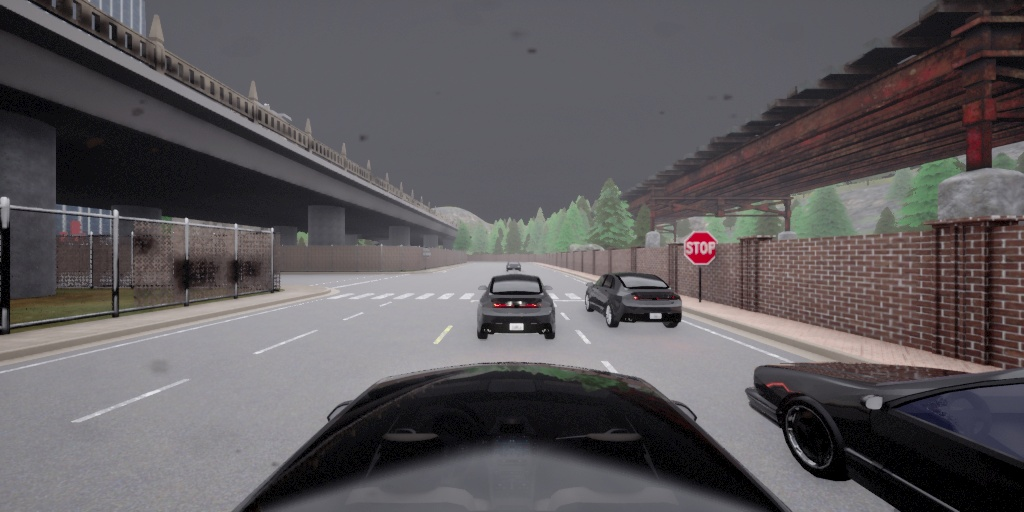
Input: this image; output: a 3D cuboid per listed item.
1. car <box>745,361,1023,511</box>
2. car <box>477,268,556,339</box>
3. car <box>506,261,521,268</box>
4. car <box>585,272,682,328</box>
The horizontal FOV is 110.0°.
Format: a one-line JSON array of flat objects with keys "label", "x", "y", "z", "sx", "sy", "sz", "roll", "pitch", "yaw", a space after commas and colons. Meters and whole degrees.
[{"label": "car", "x": 3.600, "y": 1.297, "z": 1.640, "sx": 2.033, "sy": 1.411, "sz": 5.357, "roll": 0, "pitch": 0, "yaw": 0}, {"label": "car", "x": 0.101, "y": 1.255, "z": 10.028, "sx": 1.837, "sy": 1.490, "sz": 4.892, "roll": 0, "pitch": 0, "yaw": 0}, {"label": "car", "x": 0.196, "y": 1.351, "z": 46.310, "sx": 1.895, "sy": 1.301, "sz": 4.718, "roll": 0, "pitch": 0, "yaw": -1}, {"label": "car", "x": 3.603, "y": 1.255, "z": 11.386, "sx": 1.837, "sy": 1.490, "sz": 4.892, "roll": 0, "pitch": 0, "yaw": 0}]
